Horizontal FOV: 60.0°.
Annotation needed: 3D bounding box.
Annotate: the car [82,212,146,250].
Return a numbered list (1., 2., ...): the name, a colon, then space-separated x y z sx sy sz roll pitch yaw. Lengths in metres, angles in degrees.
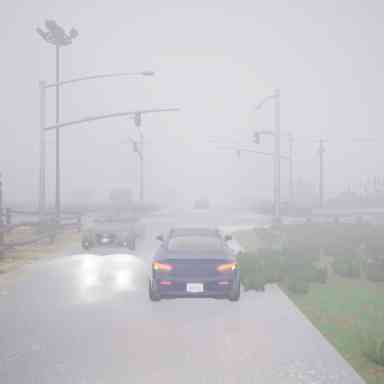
1. car: -3.140 1.564 14.103 1.994 1.385 4.181 0 0 0

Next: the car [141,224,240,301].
1. car: 0.053 1.526 8.187 1.812 1.442 4.674 0 0 0

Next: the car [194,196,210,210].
1. car: 1.296 1.512 42.847 2.033 1.411 5.357 0 0 3

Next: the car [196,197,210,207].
1. car: 1.779 1.512 52.997 2.033 1.411 5.357 0 0 3

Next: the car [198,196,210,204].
1. car: 2.318 1.512 63.508 2.033 1.411 5.357 0 0 3
